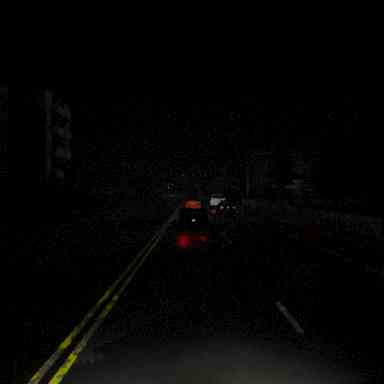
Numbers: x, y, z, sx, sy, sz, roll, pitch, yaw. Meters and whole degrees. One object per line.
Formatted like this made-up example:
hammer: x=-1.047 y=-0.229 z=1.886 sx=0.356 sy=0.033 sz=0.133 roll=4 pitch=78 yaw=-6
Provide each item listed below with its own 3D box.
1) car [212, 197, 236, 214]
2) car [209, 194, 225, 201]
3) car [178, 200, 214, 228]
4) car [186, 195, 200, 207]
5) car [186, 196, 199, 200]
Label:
car: x=3.595 y=1.590 z=35.521 sx=2.033 sy=1.411 sz=5.357 roll=0 pitch=0 yaw=0
car: x=3.595 y=1.277 z=46.663 sx=2.150 sy=2.045 sz=5.566 roll=0 pitch=0 yaw=0
car: x=0.100 y=1.520 z=22.585 sx=2.128 sy=1.511 sz=4.902 roll=0 pitch=0 yaw=0
car: x=0.096 y=1.413 z=51.650 sx=2.097 sy=1.767 sz=4.553 roll=0 pitch=0 yaw=0
car: x=0.095 y=1.402 z=39.911 sx=2.097 sy=1.767 sz=4.553 roll=0 pitch=0 yaw=0
